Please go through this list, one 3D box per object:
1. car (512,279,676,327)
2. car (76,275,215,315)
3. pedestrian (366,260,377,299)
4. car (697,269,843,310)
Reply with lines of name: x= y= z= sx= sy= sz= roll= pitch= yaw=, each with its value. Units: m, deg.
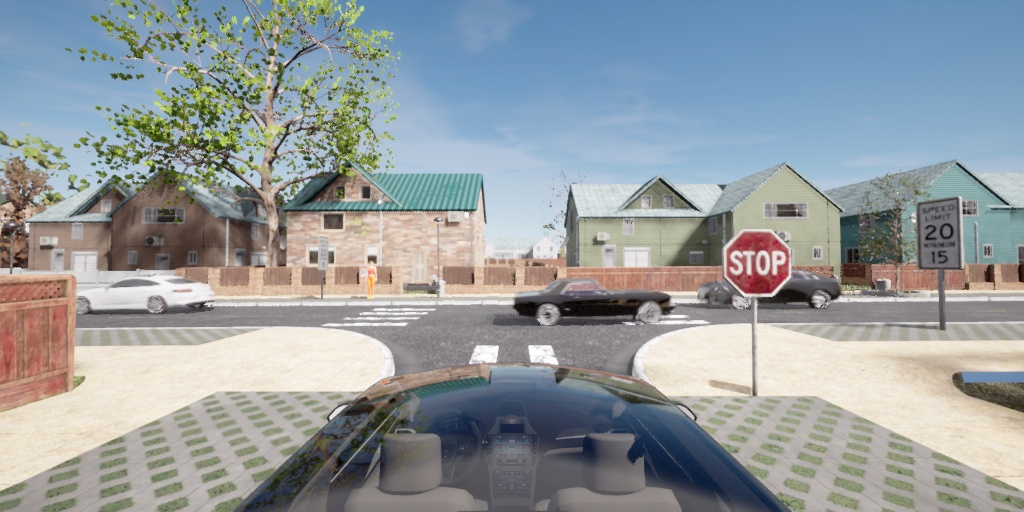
car: x=2.377 y=1.353 z=11.054 sx=4.718 sy=1.301 sz=1.895 roll=-1 pitch=-1 yaw=1
car: x=-14.497 y=1.502 z=14.227 sx=4.674 sy=1.442 sz=1.812 roll=-1 pitch=-1 yaw=1
pedestrian: x=-6.720 y=1.110 z=17.048 sx=0.375 sy=1.860 sz=0.375 roll=0 pitch=-1 yaw=1
car: x=9.834 y=1.235 z=13.922 sx=4.902 sy=1.511 sz=2.128 roll=0 pitch=-1 yaw=1
